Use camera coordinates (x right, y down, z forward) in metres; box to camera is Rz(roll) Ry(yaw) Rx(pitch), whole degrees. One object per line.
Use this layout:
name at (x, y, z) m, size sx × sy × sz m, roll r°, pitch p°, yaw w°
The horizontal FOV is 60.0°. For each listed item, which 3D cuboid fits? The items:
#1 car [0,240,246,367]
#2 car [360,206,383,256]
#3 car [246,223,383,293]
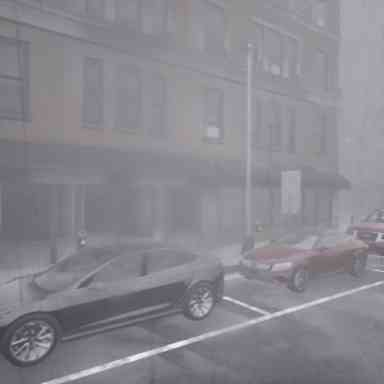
car at (-1.347, 1.587, 5.804) m, size 4.313 × 1.339 × 1.947 m, roll 1°, pitch 0°, yaw -35°
car at (7.648, 1.443, 12.220) m, size 5.009 × 1.841 × 2.192 m, roll 1°, pitch 0°, yaw -35°
car at (3.150, 1.656, 9.011) m, size 4.206 × 1.307 × 1.802 m, roll 1°, pitch 0°, yaw -35°
